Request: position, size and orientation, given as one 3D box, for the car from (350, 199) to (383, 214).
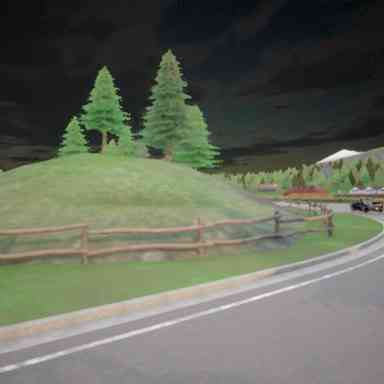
[{"bbox_3d":[18.954,1.516,36.322,2.128,1.511,4.902,0,0,3],"label":"car"}]
